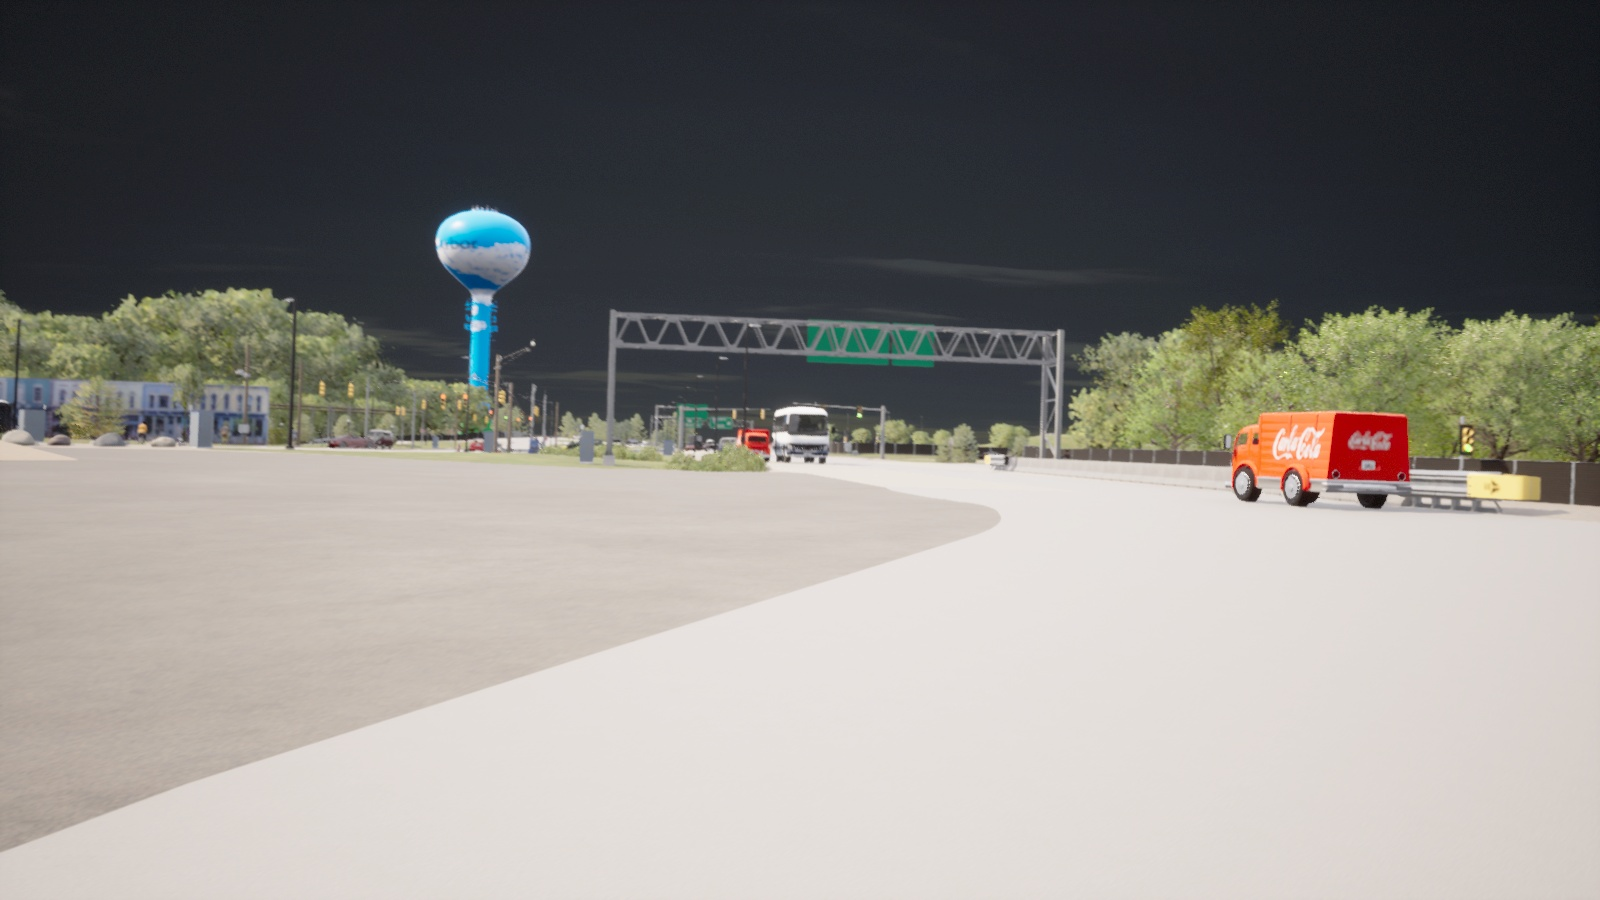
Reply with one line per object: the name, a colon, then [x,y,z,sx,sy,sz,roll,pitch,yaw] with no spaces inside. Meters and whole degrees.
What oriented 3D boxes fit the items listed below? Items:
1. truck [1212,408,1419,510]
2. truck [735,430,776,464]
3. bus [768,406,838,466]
truck: [13.620,0.221,33.652,2.627,2.467,5.204,2,0,-11]
truck: [-3.435,-0.247,96.602,2.627,2.467,5.204,2,0,-7]
bus: [0.121,-1.040,96.576,3.944,4.253,10.273,2,0,-7]
